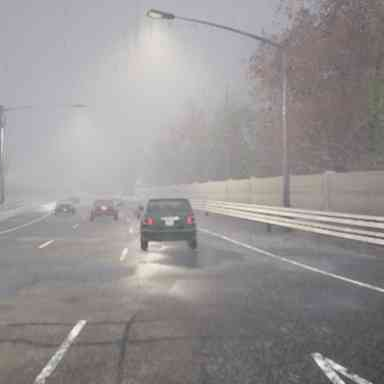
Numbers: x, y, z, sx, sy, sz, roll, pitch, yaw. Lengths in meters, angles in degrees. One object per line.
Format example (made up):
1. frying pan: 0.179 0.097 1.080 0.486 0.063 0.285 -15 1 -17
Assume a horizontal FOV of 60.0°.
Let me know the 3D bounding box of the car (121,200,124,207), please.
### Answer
1. car: -11.269 1.460 48.591 1.994 1.385 4.181 -1 0 -23

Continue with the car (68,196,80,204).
1. car: -21.567 1.445 59.853 1.837 1.490 4.892 -1 0 -36

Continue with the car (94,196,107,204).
1. car: -16.814 1.500 61.220 1.895 1.301 4.718 -1 0 -20

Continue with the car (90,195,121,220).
1. car: -7.309 1.299 27.659 2.097 1.767 4.553 -1 0 -15

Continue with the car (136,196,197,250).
1. car: -1.111 1.173 14.416 2.150 2.045 5.566 0 0 -7

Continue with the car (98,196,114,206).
1. car: -14.255 1.457 55.161 1.994 1.385 4.181 -1 0 -23

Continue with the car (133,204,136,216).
1. car: -3.975 1.482 28.680 1.994 1.385 4.181 0 0 -15

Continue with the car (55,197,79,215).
1. car: -12.568 1.492 33.186 1.812 1.442 4.674 0 0 -18
